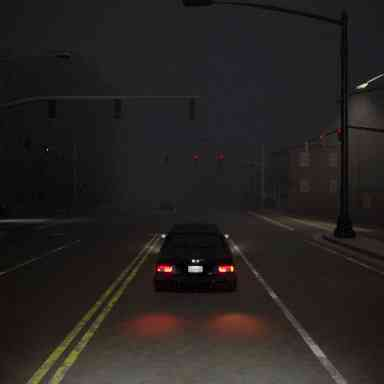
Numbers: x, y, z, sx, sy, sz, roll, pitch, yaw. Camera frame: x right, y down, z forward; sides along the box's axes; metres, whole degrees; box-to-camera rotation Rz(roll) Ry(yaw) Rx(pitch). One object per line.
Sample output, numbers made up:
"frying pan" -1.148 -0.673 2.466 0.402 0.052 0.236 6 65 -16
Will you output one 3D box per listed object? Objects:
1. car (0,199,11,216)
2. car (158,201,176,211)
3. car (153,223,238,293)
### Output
"car" -18.992 1.352 29.911 4.553 1.767 2.097 0 0 1
"car" -3.538 2.008 45.961 1.812 1.442 4.674 0 -4 0
"car" 0.083 1.547 8.988 2.033 1.411 5.357 0 0 0
